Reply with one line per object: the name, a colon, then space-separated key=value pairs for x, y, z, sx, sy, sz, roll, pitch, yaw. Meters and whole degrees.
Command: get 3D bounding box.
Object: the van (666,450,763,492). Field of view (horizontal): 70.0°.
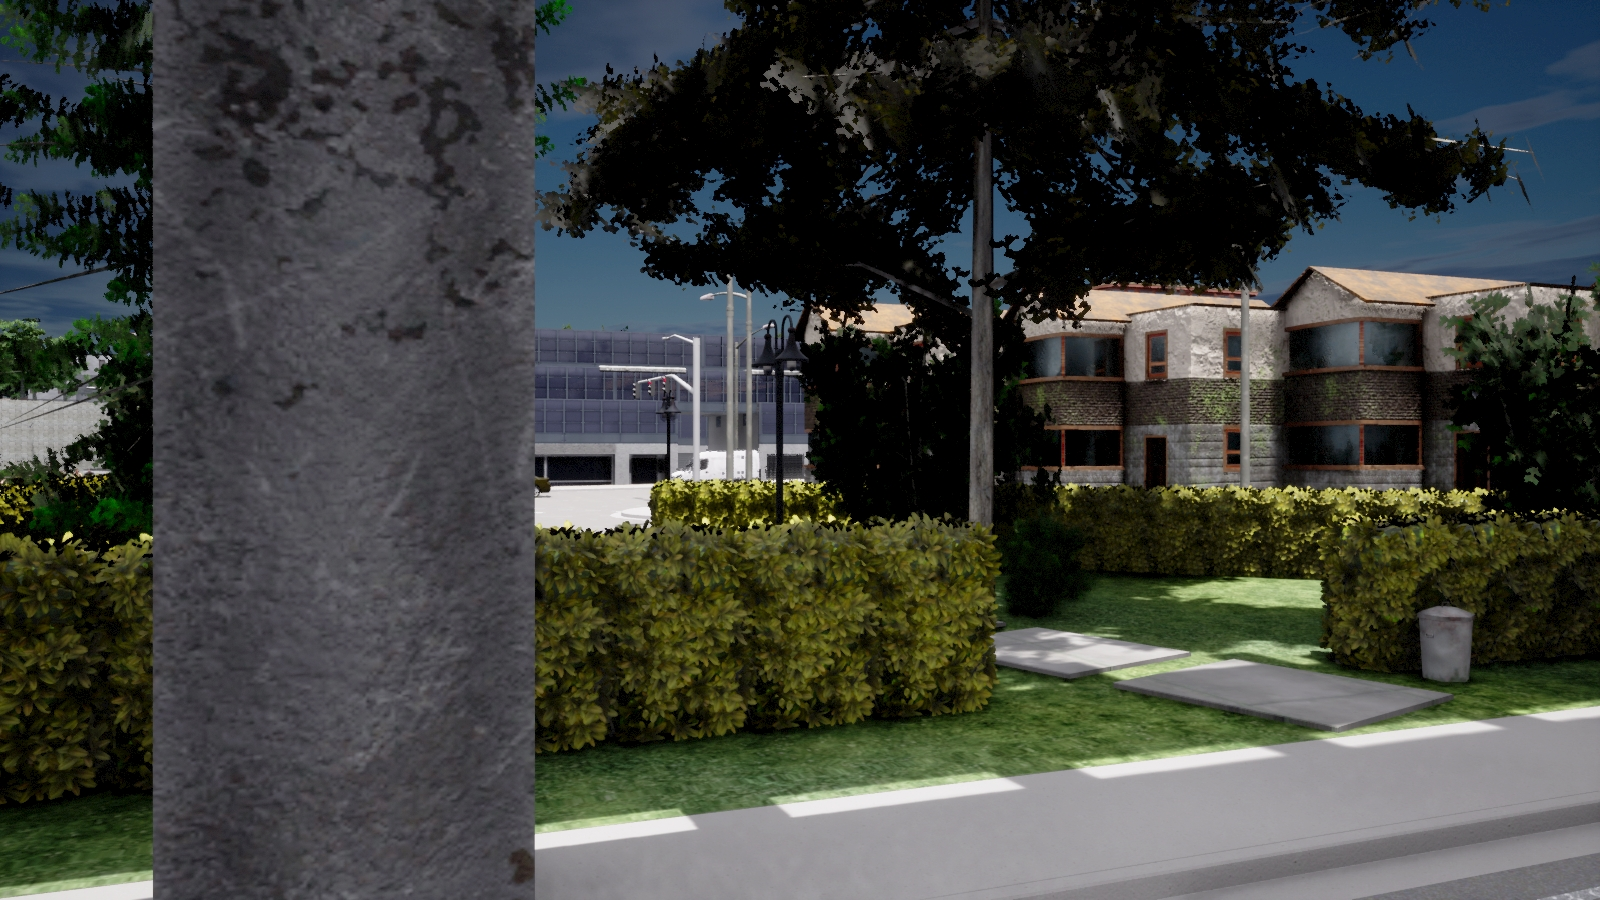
van: x=-5.518 y=1.328 z=73.935 sx=5.915 sy=2.561 sz=1.988 roll=-1 pitch=0 yaw=-22
